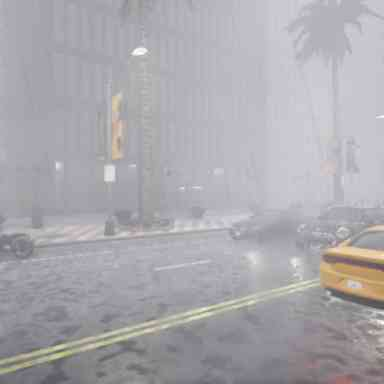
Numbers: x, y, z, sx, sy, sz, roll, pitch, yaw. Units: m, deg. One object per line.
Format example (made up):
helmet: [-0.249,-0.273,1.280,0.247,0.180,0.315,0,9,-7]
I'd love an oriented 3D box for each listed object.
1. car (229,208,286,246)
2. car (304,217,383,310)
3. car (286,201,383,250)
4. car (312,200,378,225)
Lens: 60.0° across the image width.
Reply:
car: [3.823,1.483,15.316,4.674,1.442,1.812,0,0,-35]
car: [4.835,1.449,7.196,5.008,1.535,1.882,0,0,-35]
car: [5.964,1.309,12.543,4.553,1.767,2.097,0,0,-35]
car: [11.239,1.398,24.273,4.892,1.521,2.231,0,0,-35]
